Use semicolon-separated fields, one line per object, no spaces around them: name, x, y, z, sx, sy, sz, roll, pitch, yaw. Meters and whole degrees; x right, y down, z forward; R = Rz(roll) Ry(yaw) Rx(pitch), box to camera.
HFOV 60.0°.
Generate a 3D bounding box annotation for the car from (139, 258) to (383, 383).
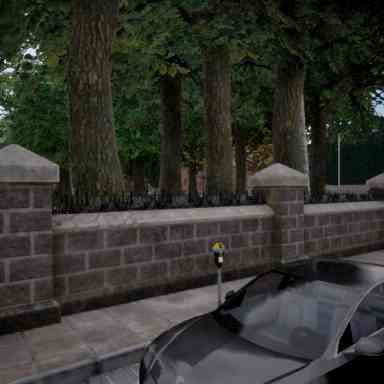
car;1.505;1.565;3.894;4.313;1.339;1.947;0;-1;-36
